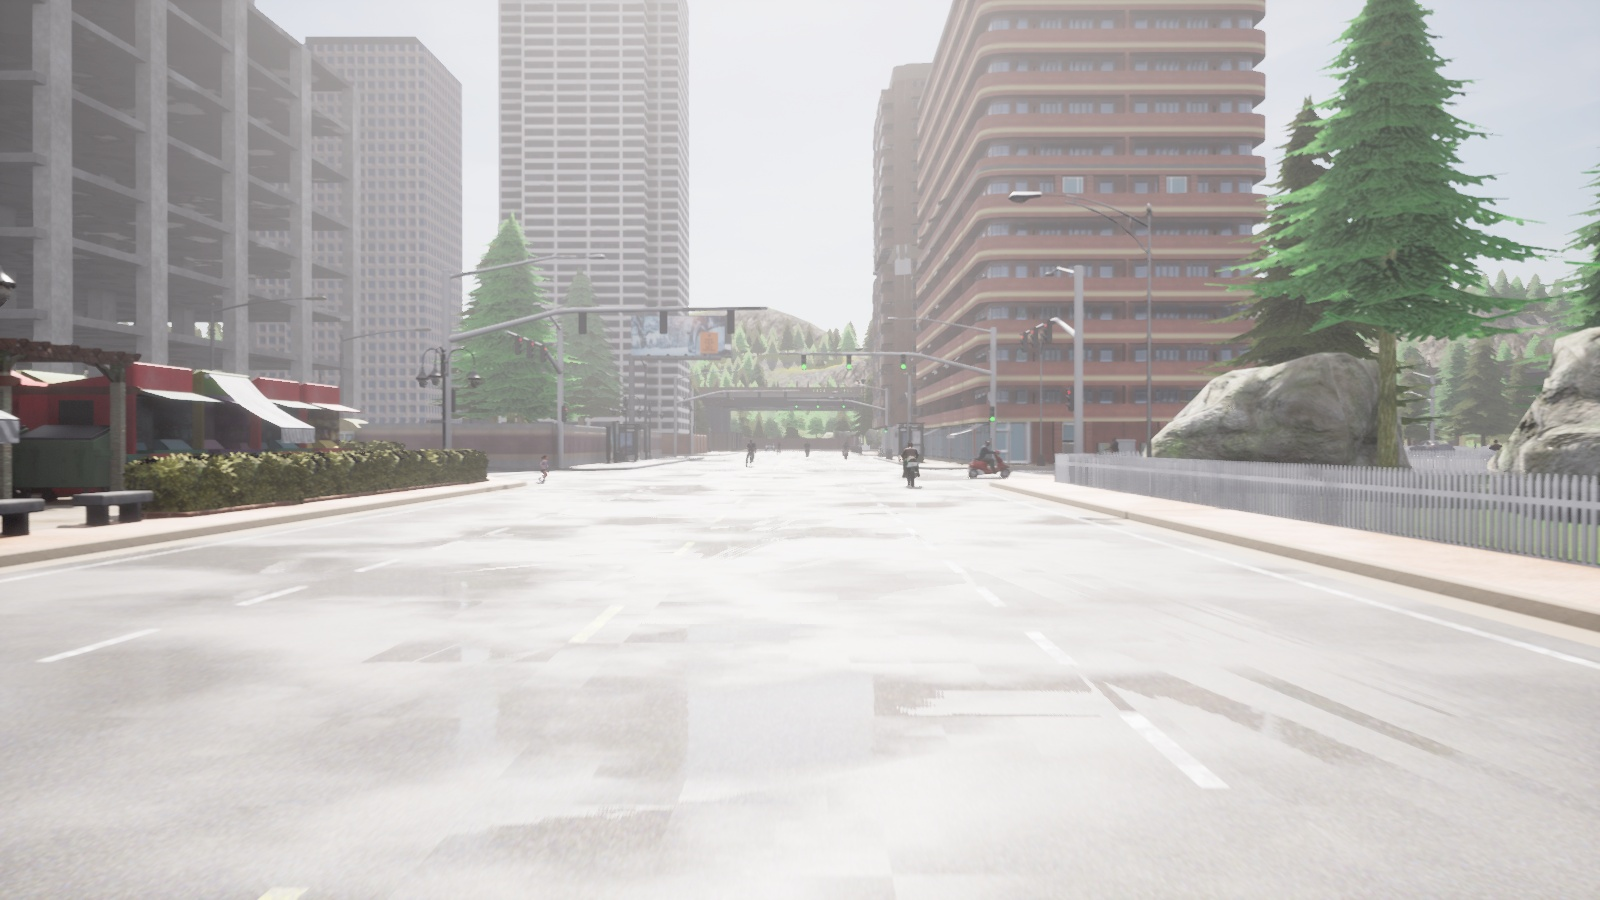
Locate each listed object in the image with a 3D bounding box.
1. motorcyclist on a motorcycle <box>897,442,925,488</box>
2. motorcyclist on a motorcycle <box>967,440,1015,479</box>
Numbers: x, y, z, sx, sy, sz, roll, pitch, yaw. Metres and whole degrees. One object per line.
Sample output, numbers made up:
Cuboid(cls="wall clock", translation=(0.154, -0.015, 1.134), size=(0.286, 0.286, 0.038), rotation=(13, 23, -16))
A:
Cuboid(cls="motorcyclist on a motorcycle", translation=(3.758, 0.491, 42.714), size=(0.797, 1.523, 2.044), rotation=(0, 0, 0))
Cuboid(cls="motorcyclist on a motorcycle", translation=(7.779, 0.391, 51.270), size=(1.817, 1.590, 0.866), rotation=(0, 0, 0))
